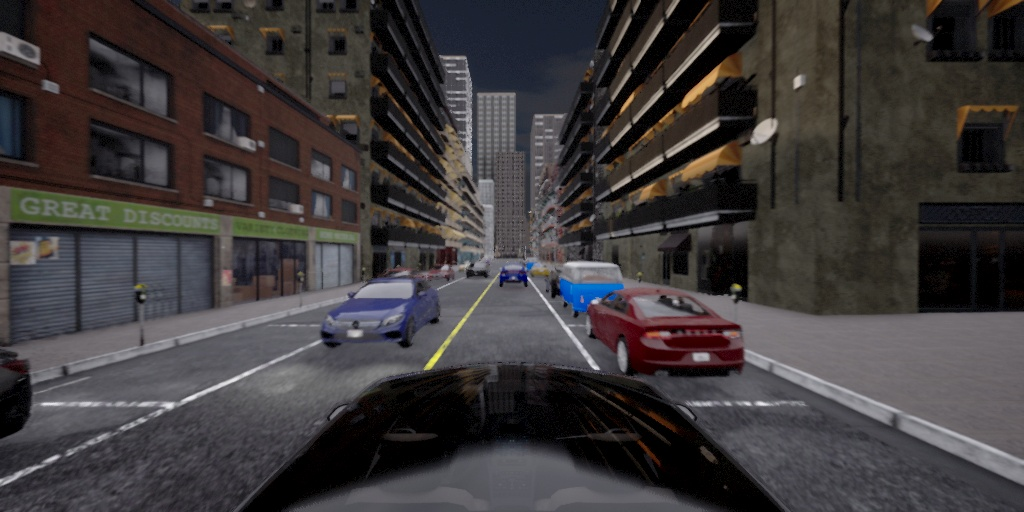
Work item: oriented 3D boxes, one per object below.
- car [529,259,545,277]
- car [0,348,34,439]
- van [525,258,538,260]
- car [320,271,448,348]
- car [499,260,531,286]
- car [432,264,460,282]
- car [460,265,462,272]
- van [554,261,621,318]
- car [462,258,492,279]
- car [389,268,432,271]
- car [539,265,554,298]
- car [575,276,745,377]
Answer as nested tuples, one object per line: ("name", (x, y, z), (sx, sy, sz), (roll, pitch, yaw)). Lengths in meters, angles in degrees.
("car", (2.681, 1.301, 35.100), (1.751, 1.417, 4.829), (0, 0, 0))
("car", (-5.693, 1.316, 1.801), (1.948, 1.339, 4.313), (0, 0, 0))
("van", (2.678, 1.127, 45.978), (1.690, 1.789, 3.998), (0, 0, 0))
("car", (-3.093, 1.281, 9.426), (1.812, 1.442, 4.674), (0, 0, 0))
("car", (0.096, 1.244, 25.448), (1.882, 1.535, 5.008), (0, 0, 0))
("car", (-5.699, 1.352, 29.418), (1.802, 1.307, 4.207), (0, 0, 0))
("car", (-5.703, 1.312, 45.819), (1.751, 1.417, 4.829), (0, 0, 0))
("van", (2.686, 1.098, 12.837), (1.690, 1.789, 3.998), (0, 0, 0))
("car", (-3.051, 1.251, 33.084), (1.882, 1.535, 5.008), (0, 0, 1))
("car", (-5.697, 1.306, 18.372), (1.888, 1.381, 4.507), (0, 0, 0))
("car", (2.685, 1.327, 18.361), (1.948, 1.339, 4.313), (0, 0, 0))
("car", (2.687, 1.299, 7.314), (1.888, 1.381, 4.507), (0, 0, 0))
